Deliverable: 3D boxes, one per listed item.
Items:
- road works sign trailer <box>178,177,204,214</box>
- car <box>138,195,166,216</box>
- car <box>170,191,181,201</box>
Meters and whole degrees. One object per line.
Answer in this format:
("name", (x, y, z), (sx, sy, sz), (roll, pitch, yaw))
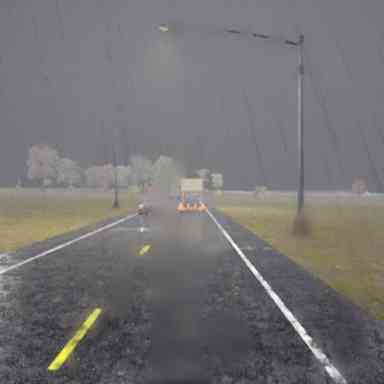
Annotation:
("road works sign trailer", (-0.023, 0.316, 33.135), (2.380, 3.560, 2.880), (0, 0, 0))
("car", (-3.616, 1.215, 30.669), (2.097, 1.767, 4.553), (0, 0, 0))
("car", (-3.549, 0.848, 71.745), (2.150, 2.045, 5.566), (0, 0, 0))
